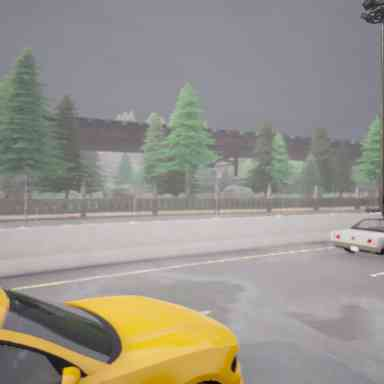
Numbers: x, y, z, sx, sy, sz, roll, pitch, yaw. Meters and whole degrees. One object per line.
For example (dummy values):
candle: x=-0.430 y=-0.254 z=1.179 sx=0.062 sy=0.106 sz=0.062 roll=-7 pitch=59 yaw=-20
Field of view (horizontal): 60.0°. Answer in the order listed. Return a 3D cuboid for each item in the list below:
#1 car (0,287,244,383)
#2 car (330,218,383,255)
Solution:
car: x=-1.819 y=1.456 z=2.343 sx=5.008 sy=1.535 sz=1.882 roll=0 pitch=0 yaw=-36
car: x=7.373 y=1.600 z=12.082 sx=4.718 sy=1.301 sz=1.895 roll=0 pitch=0 yaw=-28
